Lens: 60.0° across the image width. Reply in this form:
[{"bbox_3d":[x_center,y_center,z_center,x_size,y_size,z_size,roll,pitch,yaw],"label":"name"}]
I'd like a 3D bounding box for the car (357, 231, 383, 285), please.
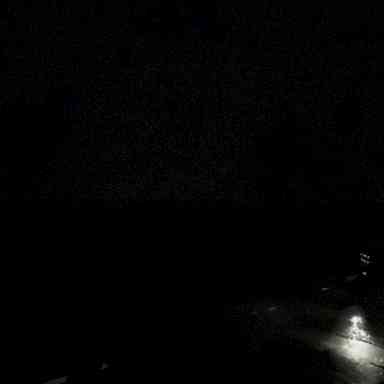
[{"bbox_3d":[6.062,1.464,8.719,5.008,1.535,1.882,0,0,-43],"label":"car"}]

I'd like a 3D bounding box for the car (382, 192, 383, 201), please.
[{"bbox_3d":[40.419,0.902,68.336,2.150,2.045,5.566,1,0,24],"label":"car"}]
